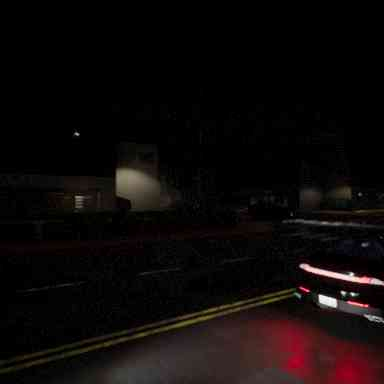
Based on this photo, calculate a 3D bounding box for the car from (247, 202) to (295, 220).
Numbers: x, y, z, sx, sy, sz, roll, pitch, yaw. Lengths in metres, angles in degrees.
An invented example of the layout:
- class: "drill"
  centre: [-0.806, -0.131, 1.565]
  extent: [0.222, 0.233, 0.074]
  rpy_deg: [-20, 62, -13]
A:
- class: "car"
  centre: [7.472, 1.764, 31.720]
  extent: [2.128, 1.511, 4.902]
  rpy_deg: [1, 0, -36]

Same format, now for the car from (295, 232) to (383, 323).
- class: "car"
  centre: [4.172, 1.572, 6.764]
  extent: [4.902, 1.511, 2.128]
  rpy_deg: [1, 0, -35]

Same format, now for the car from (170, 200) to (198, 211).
- class: "car"
  centre: [-1.097, 1.778, 43.493]
  extent: [1.837, 1.490, 4.892]
  rpy_deg: [1, 0, -36]
